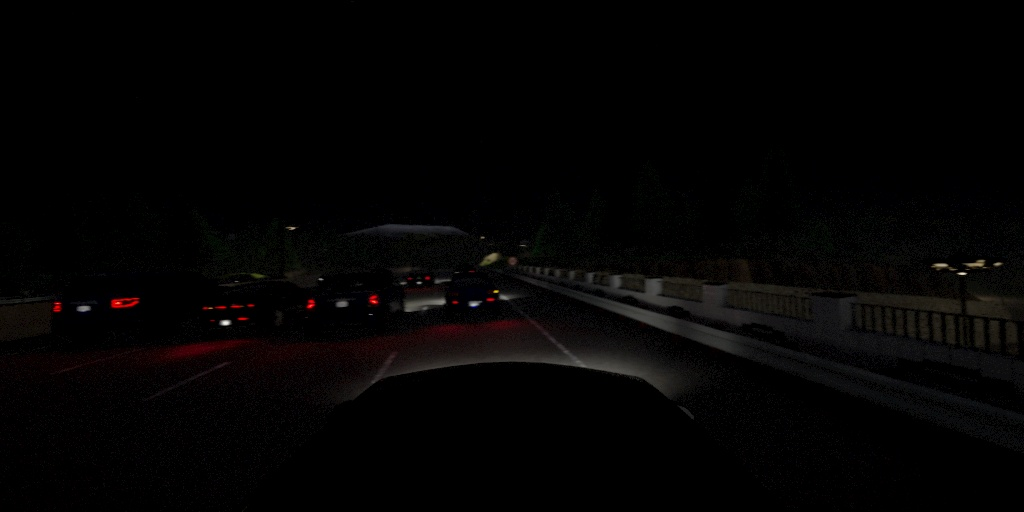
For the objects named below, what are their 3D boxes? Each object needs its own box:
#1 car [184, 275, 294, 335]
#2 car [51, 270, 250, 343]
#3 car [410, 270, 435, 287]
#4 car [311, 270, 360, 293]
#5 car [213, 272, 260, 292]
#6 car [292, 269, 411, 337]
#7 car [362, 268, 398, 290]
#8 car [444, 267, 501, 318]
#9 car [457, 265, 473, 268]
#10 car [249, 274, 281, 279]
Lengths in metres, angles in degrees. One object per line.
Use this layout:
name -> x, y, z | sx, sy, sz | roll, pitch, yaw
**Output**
car -> -8.449, 1.638, 12.510 | 1.837, 1.490, 4.892 | -3, 0, -8
car -> -11.974, 1.535, 12.359 | 2.150, 2.045, 5.566 | -3, 0, -8
car -> -7.308, 1.745, 29.125 | 1.895, 1.301, 4.718 | -3, 0, -8
car -> -14.466, 2.015, 29.752 | 2.128, 1.511, 4.902 | -3, 0, -8
car -> -30.077, 2.798, 39.320 | 2.097, 1.767, 4.553 | -3, 0, -8
car -> -4.787, 1.299, 11.551 | 2.097, 1.767, 4.553 | -3, 0, -8
car -> -11.015, 1.852, 30.312 | 1.837, 1.490, 4.892 | -3, 0, -8
car -> -1.509, 1.303, 13.277 | 1.812, 1.442, 4.674 | -3, 0, -8
car -> -4.097, 1.498, 31.320 | 1.837, 1.490, 4.892 | -3, 0, -8
car -> -26.606, 2.760, 39.790 | 2.128, 1.511, 4.902 | -3, 0, -8
